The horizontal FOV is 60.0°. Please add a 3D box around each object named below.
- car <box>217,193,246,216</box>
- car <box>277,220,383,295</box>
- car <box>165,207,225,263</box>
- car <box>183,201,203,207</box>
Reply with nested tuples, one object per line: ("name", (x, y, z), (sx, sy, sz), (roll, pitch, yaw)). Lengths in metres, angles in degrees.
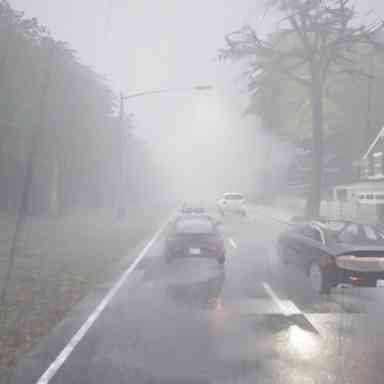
("car", (3.586, 1.104, 30.860), (2.150, 2.045, 5.566), (0, 0, 0))
("car", (3.580, 1.460, 8.585), (2.128, 1.511, 4.902), (0, 0, 0))
("car", (0.084, 1.481, 11.643), (1.812, 1.442, 4.674), (0, 0, 0))
("car", (0.085, 1.487, 30.035), (1.895, 1.301, 4.718), (0, 0, 0))
